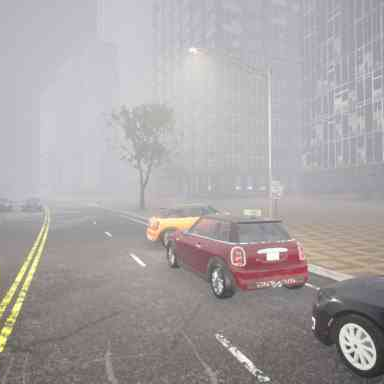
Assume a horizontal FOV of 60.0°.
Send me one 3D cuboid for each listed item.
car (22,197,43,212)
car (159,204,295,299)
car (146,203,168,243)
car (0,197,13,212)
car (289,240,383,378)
[{"bbox_3d":[-18.864,1.393,39.376,2.097,1.767,4.553,0,0,-24],"label":"car"},{"bbox_3d":[0.874,1.355,8.851,2.097,1.767,4.553,0,0,-22],"label":"car"},{"bbox_3d":[0.364,1.276,14.448,4.553,1.767,2.097,-3,1,-18],"label":"car"},{"bbox_3d":[-21.832,1.390,38.052,2.097,1.767,4.553,0,0,-24],"label":"car"},{"bbox_3d":[3.614,1.505,3.383,1.837,1.490,4.892,0,0,-36],"label":"car"}]
